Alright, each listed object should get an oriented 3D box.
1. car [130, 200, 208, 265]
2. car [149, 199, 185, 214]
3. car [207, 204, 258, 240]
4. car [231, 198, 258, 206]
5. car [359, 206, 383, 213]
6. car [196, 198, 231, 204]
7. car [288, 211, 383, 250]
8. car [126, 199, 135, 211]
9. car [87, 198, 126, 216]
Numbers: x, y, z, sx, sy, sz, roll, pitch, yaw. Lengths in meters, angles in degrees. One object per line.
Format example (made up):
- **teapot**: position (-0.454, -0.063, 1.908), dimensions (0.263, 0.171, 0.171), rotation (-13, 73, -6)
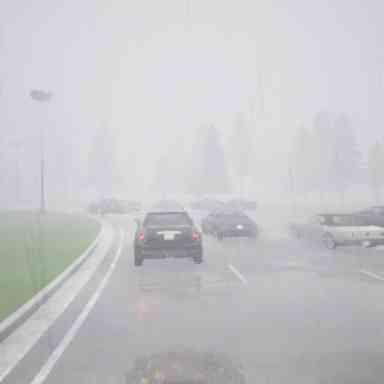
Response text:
- **car**: position (-0.966, 1.342, 11.911), dimensions (2.097, 1.767, 4.553), rotation (0, 0, -8)
- **car**: position (-2.783, 1.532, 36.491), dimensions (1.994, 1.385, 4.181), rotation (0, 0, -36)
- **car**: position (1.750, 1.528, 16.809), dimensions (1.994, 1.385, 4.181), rotation (0, 0, -11)
- **car**: position (5.243, 1.388, 37.625), dimensions (1.882, 1.535, 5.008), rotation (0, 0, -32)
- **car**: position (9.033, 1.407, 15.925), dimensions (2.128, 1.511, 4.902), rotation (0, 0, -9)
- **car**: position (1.580, 1.429, 36.589), dimensions (2.128, 1.511, 4.902), rotation (0, 0, -34)
- **car**: position (5.864, 1.540, 14.043), dimensions (1.895, 1.301, 4.718), rotation (0, 0, -9)
- **car**: position (-7.506, 1.478, 36.868), dimensions (1.882, 1.535, 5.008), rotation (0, 0, -41)
- **car**: position (-8.726, 1.366, 32.872), dimensions (2.097, 1.767, 4.553), rotation (-1, 0, -37)
